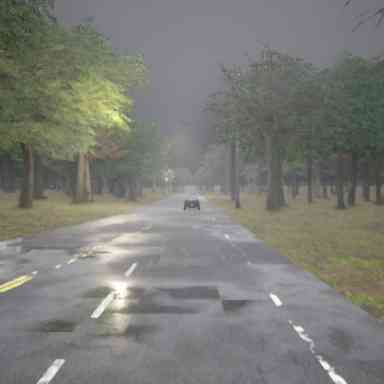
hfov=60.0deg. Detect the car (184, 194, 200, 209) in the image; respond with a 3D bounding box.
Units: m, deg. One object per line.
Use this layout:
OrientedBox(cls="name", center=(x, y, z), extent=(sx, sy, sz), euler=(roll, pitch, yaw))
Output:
OrientedBox(cls="car", center=(-0.007, 1.337, 41.657), extent=(1.882, 1.535, 5.008), euler=(0, 0, 0))
